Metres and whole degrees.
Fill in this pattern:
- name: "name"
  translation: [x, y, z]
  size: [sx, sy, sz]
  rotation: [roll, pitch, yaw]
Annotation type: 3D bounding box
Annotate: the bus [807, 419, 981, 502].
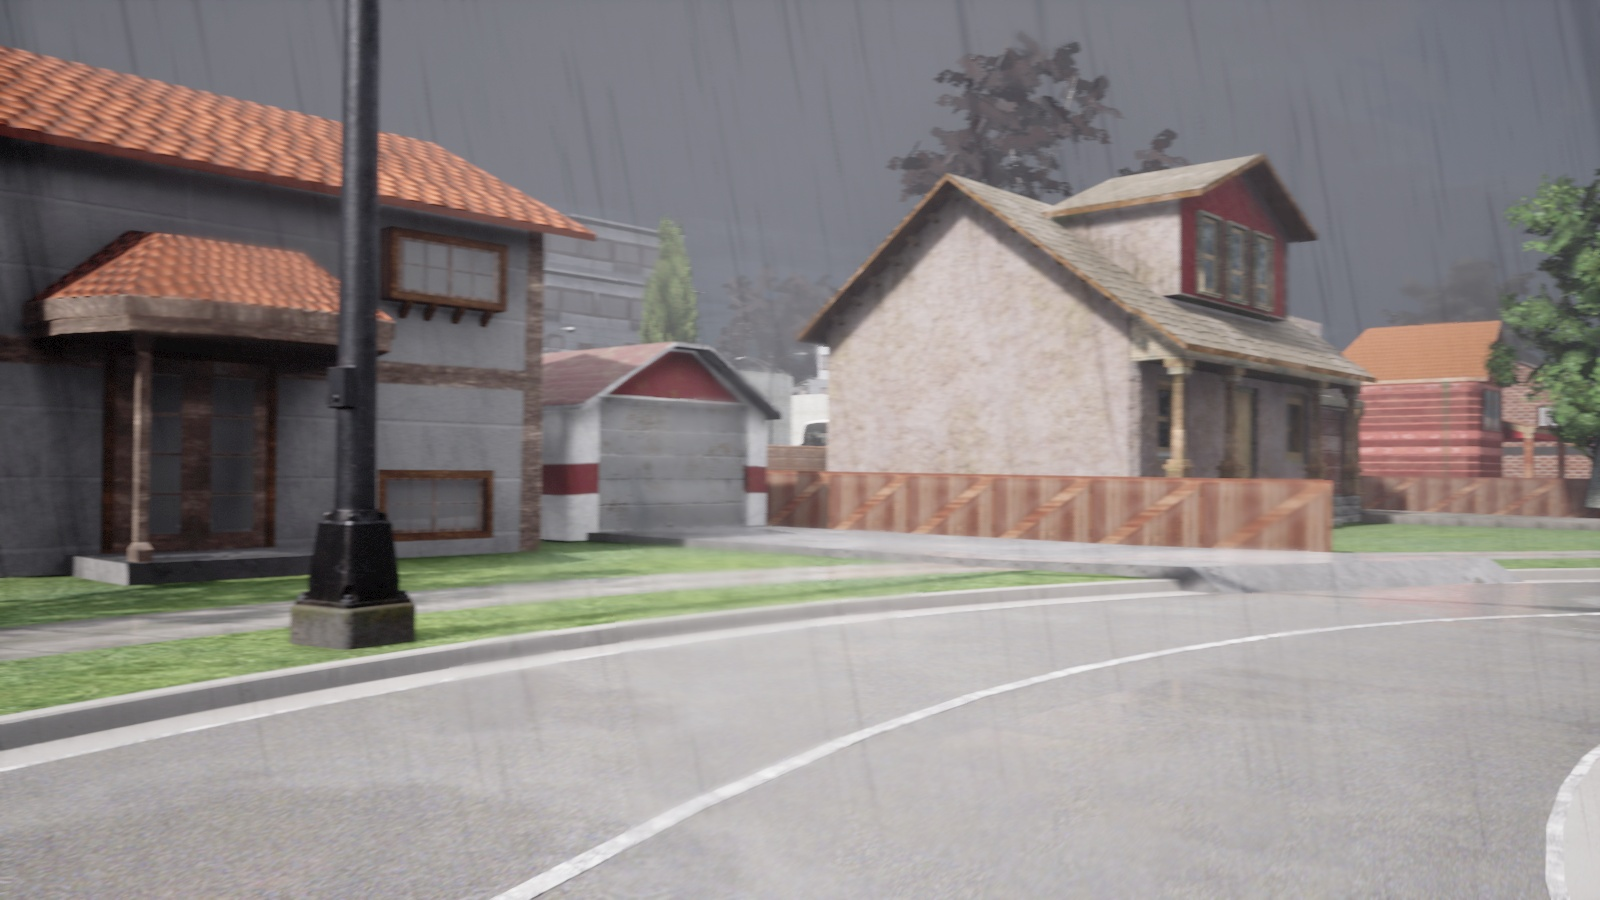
- name: "bus"
  translation: [5.336, 0.611, 69.158]
  size: [3.944, 4.253, 10.273]
  rotation: [-1, -1, 43]
